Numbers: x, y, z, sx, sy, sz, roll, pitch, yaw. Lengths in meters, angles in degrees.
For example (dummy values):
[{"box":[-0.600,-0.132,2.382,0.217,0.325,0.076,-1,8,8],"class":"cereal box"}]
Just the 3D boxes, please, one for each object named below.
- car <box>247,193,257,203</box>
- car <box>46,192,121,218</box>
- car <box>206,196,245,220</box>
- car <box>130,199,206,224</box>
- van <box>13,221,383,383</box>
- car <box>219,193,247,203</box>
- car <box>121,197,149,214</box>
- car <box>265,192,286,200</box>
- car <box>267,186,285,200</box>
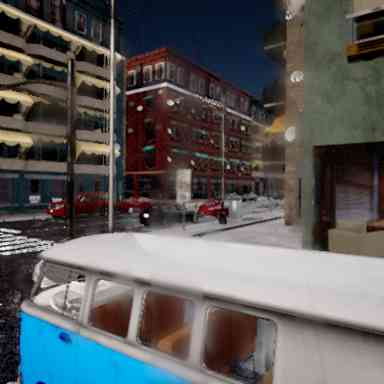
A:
[{"box":[7.876,0.802,47.526,1.947,1.339,4.313,2,2,35],"class":"car"},{"box":[-8.133,0.954,24.730,2.192,1.841,5.009,2,2,35],"class":"car"},{"box":[1.900,1.236,24.446,1.802,1.307,4.206,2,2,35],"class":"car"},{"box":[-1.303,1.301,19.888,1.947,1.339,4.313,2,2,35],"class":"car"},{"box":[0.173,1.336,2.741,3.998,1.788,1.690,0,1,36],"class":"van"},{"box":[3.866,0.910,37.319,2.128,1.511,4.902,1,1,35],"class":"car"},{"box":[-4.934,1.103,29.294,1.887,1.381,4.507,2,2,35],"class":"car"},{"box":[14.281,0.641,56.642,1.947,1.339,4.313,2,2,35],"class":"car"},{"box":[13.286,0.129,50.553,2.150,2.045,5.566,1,1,35],"class":"car"}]
